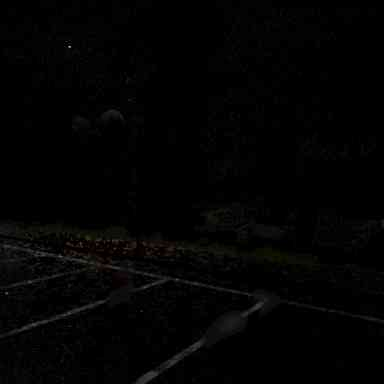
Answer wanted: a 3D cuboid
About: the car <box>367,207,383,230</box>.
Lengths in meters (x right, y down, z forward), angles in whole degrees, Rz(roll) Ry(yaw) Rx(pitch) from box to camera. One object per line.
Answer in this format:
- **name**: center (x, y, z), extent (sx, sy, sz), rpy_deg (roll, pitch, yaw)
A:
- **car**: center (9.047, 1.306, 14.477), extent (1.932, 1.855, 4.605), rpy_deg (0, 0, 36)
